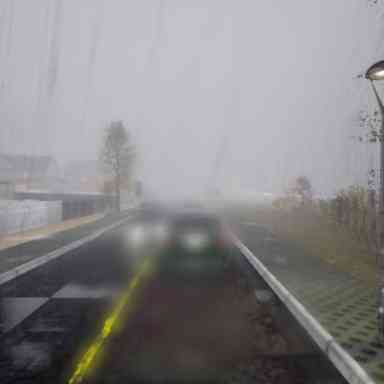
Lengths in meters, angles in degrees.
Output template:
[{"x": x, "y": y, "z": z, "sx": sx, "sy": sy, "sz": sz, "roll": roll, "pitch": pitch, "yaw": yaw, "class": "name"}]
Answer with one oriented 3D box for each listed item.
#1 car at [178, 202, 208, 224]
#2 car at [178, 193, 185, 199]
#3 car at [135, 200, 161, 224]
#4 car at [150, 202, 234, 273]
[{"x": 0.070, "y": 1.461, "z": 24.252, "sx": 1.994, "sy": 1.385, "sz": 4.181, "roll": 0, "pitch": 0, "yaw": 0, "class": "car"}, {"x": -2.766, "y": 1.126, "z": 92.283, "sx": 1.812, "sy": 1.442, "sz": 4.674, "roll": 0, "pitch": 0, "yaw": 0, "class": "car"}, {"x": -2.845, "y": 1.376, "z": 23.839, "sx": 1.882, "sy": 1.535, "sz": 5.008, "roll": 0, "pitch": 0, "yaw": 0, "class": "car"}, {"x": 0.077, "y": 1.307, "z": 10.632, "sx": 2.097, "sy": 1.767, "sz": 4.553, "roll": 0, "pitch": 0, "yaw": 0, "class": "car"}]
